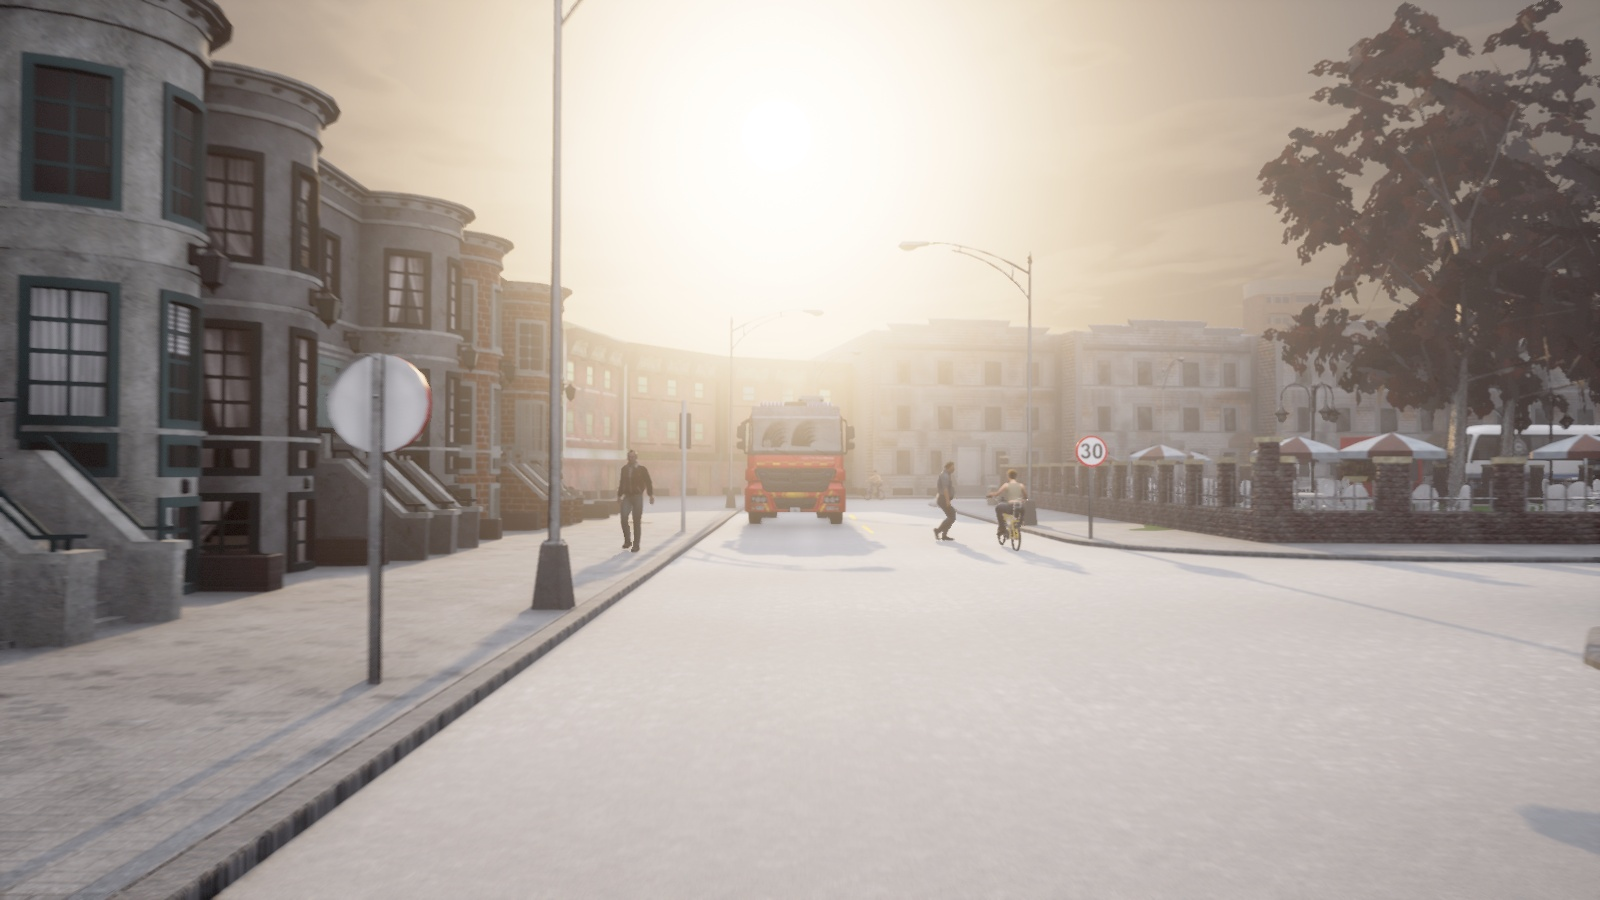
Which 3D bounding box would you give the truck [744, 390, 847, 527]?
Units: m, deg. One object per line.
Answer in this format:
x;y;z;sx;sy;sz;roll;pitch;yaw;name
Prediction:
-0.107;0.316;39.526;2.891;3.827;8.468;0;-1;0;truck

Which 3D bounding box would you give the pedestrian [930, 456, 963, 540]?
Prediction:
3.264;1.070;27.963;0.694;1.848;0.540;0;-1;9;pedestrian

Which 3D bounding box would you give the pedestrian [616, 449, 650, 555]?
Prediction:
-2.969;0.913;22.361;0.376;1.854;0.720;0;-1;13;pedestrian

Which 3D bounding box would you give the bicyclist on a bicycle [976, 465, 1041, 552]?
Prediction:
4.222;1.160;25.522;0.866;1.612;1.509;0;3;-8;bicyclist on a bicycle

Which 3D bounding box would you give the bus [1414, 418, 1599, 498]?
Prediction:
40.082;0.447;69.498;10.273;4.253;3.944;0;-1;0;bus
